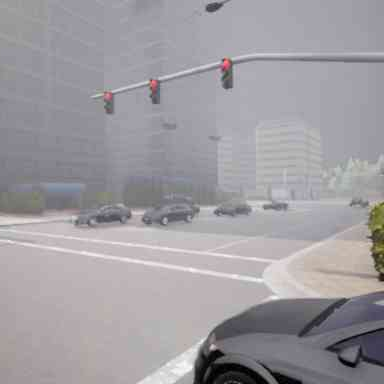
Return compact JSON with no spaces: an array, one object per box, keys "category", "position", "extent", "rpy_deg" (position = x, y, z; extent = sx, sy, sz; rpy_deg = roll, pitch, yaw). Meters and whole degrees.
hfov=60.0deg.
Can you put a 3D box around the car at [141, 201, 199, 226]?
[{"category":"car","position":[-1.779,1.656,25.125],"extent":[1.837,1.490,4.892],"rpy_deg":[-1,0,35]}]

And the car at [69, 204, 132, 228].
[{"category":"car","position":[-6.586,1.675,24.370],"extent":[2.128,1.511,4.902],"rpy_deg":[-1,0,35]}]

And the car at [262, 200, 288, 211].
[{"category":"car","position":[10.770,1.753,42.928],"extent":[1.895,1.301,4.718],"rpy_deg":[-1,0,36]}]

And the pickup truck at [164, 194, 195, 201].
[{"category":"pickup truck","position":[-2.664,1.367,52.596],"extent":[6.274,2.098,2.390],"rpy_deg":[0,0,-24]}]

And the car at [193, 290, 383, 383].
[{"category":"car","position":[2.021,1.564,2.812],"extent":[4.181,1.385,1.994],"rpy_deg":[-1,0,41]}]

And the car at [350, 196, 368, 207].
[{"category":"car","position":[26.941,1.439,53.454],"extent":[2.097,1.767,4.553],"rpy_deg":[-1,0,35]}]

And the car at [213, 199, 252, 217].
[{"category":"car","position":[4.202,1.699,33.633],"extent":[2.033,1.411,5.357],"rpy_deg":[-1,0,35]}]
